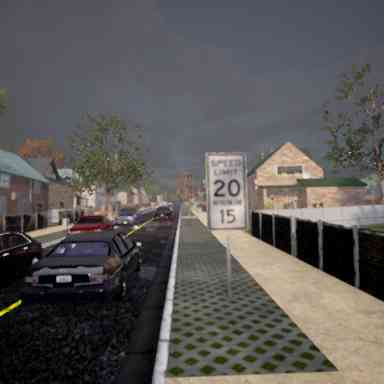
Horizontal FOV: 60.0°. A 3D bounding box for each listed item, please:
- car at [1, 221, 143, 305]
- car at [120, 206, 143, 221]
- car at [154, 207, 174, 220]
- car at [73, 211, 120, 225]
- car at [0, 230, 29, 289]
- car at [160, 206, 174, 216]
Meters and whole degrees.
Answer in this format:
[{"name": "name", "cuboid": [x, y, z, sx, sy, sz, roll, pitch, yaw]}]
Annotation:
[{"name": "car", "cuboid": [-2.468, 1.735, 8.713, 2.033, 1.411, 5.357, -1, -1, -2]}, {"name": "car", "cuboid": [-5.999, 2.202, 31.766, 2.097, 1.767, 4.553, -1, -1, -2]}, {"name": "car", "cuboid": [-3.334, 2.448, 38.915, 1.882, 1.535, 5.008, -1, -1, -1]}, {"name": "car", "cuboid": [-5.626, 2.043, 18.923, 1.812, 1.442, 4.674, -1, -1, -2]}, {"name": "car", "cuboid": [-5.335, 1.738, 8.031, 1.837, 1.490, 4.892, -1, -1, -1]}, {"name": "car", "cuboid": [-3.687, 2.836, 49.354, 1.895, 1.301, 4.718, -1, -1, -2]}]
